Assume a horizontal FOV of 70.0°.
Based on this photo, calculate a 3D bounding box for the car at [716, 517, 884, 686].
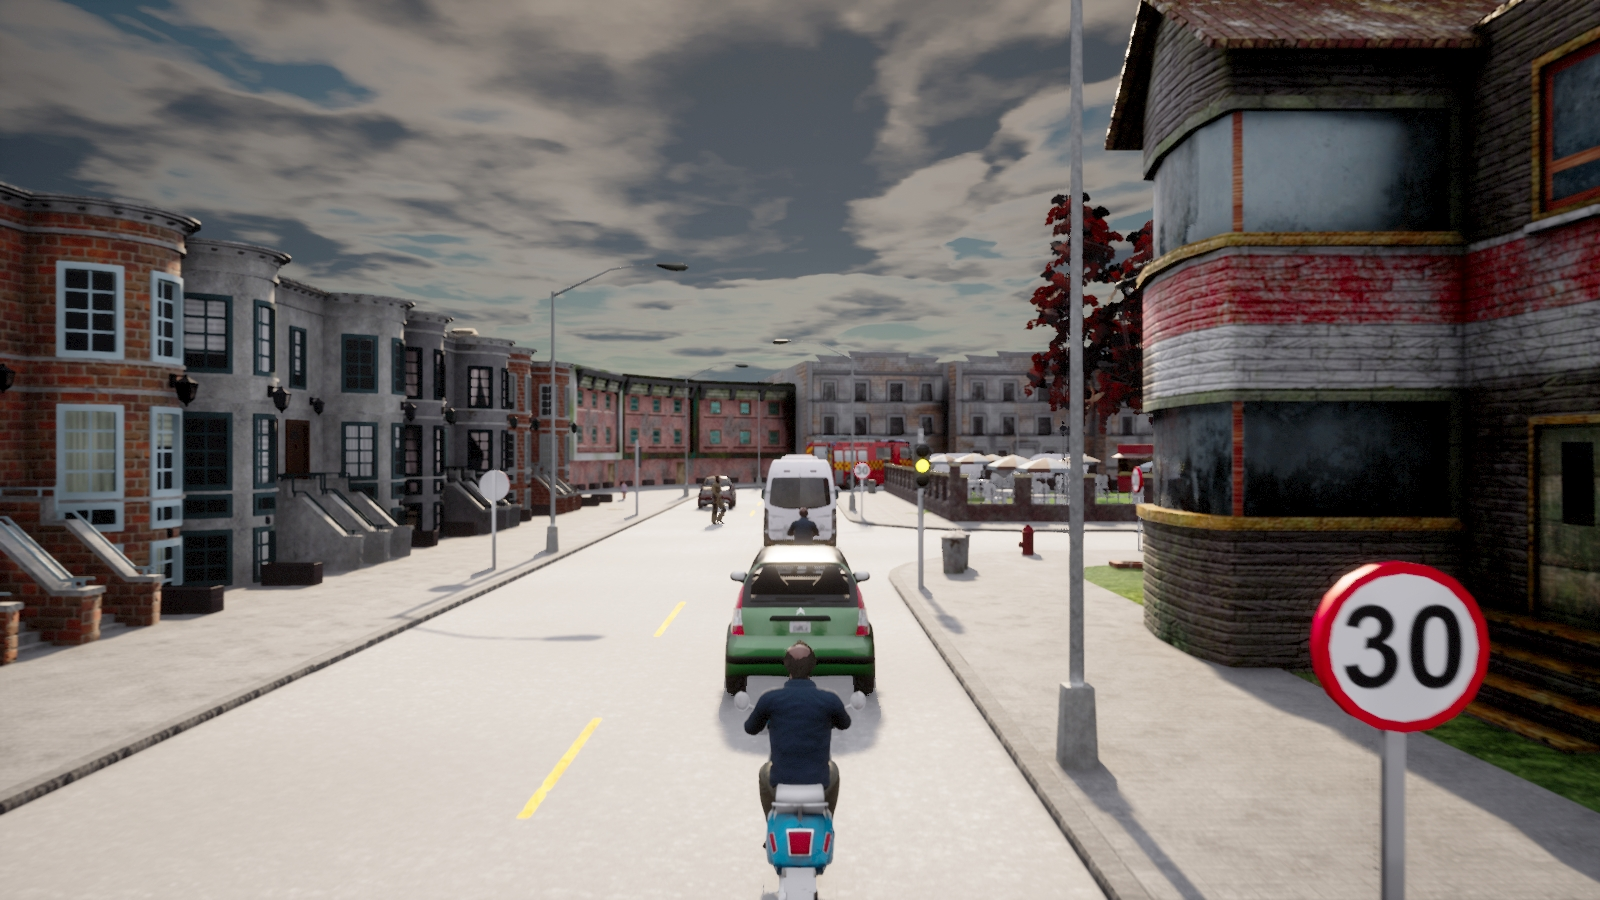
[{"bbox_3d":[-0.002,1.782,14.539,1.851,1.617,3.988,0,0,0],"label":"car"}]

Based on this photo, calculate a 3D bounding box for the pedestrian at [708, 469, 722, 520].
[{"bbox_3d":[-3.152,1.635,42.285,0.375,1.860,0.375,0,0,26],"label":"pedestrian"}]

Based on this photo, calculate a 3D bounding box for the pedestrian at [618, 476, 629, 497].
[{"bbox_3d":[-9.365,1.914,60.665,0.500,1.100,0.500,0,0,-14],"label":"pedestrian"}]

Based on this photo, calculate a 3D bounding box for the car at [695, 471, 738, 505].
[{"bbox_3d":[-4.013,1.814,55.519,1.789,1.549,3.705,0,0,0],"label":"car"}]

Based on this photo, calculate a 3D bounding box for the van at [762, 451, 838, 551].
[{"bbox_3d":[-0.005,1.320,32.499,1.988,2.561,5.915,0,0,0],"label":"van"}]
